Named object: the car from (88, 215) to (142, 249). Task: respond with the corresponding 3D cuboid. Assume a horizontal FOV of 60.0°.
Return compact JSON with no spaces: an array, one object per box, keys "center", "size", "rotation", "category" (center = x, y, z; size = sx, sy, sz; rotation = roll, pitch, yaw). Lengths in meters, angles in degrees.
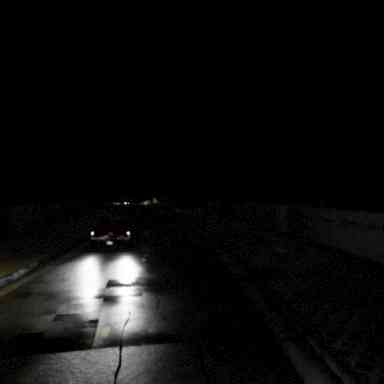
[{"center":[-3.466,1.787,15.661],"size":[1.895,1.301,4.718],"rotation":[0,-1,-4],"category":"car"}]
